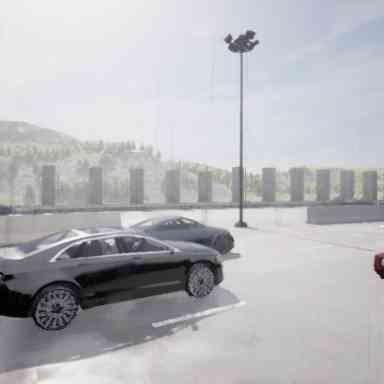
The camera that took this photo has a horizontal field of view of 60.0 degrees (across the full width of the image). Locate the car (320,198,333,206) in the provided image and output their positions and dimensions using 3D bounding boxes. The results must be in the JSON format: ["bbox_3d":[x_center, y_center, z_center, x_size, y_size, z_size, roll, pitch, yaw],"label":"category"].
[{"bbox_3d":[20.054,1.476,46.550,4.181,1.385,1.994,0,0,-23],"label":"car"}]

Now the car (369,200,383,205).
[{"bbox_3d":[24.423,1.497,40.818,4.181,1.385,1.994,0,0,-23],"label":"car"}]

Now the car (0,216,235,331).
[{"bbox_3d":[-1.523,1.472,6.838,4.902,1.511,2.128,0,0,-35],"label":"car"}]

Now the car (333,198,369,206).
[{"bbox_3d":[21.152,1.522,43.222,4.718,1.301,1.895,0,0,-23],"label":"car"}]

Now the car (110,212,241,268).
[{"bbox_3d":[-0.515,1.533,11.715,4.181,1.385,1.994,0,0,-34],"label":"car"}]

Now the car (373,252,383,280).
[{"bbox_3d":[6.487,1.590,7.905,4.718,1.301,1.895,0,0,-32],"label":"car"}]

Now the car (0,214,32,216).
[{"bbox_3d":[-12.799,1.476,20.579,5.357,1.411,2.033,0,0,-35],"label":"car"}]
